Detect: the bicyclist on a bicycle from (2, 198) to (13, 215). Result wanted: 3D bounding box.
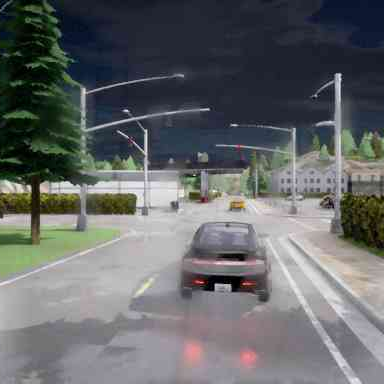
[{"bbox_3d":[-17.982,1.453,32.449,0.582,1.620,1.656,0,0,7],"label":"bicyclist on a bicycle"}]

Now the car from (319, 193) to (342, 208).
[{"bbox_3d":[18.646,1.330,41.677,5.027,1.636,2.152,0,0,8],"label":"car"}]

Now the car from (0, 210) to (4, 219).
[{"bbox_3d":[-16.552,1.564,25.184,4.181,1.385,1.994,0,0,8],"label":"car"}]

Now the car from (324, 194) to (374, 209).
[{"bbox_3d":[18.265,1.340,38.563,4.514,1.523,2.007,0,0,8],"label":"car"}]

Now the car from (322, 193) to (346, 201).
[{"bbox_3d":[31.720,1.097,74.483,4.605,1.855,1.932,0,0,8],"label":"car"}]

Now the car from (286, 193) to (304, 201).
[{"bbox_3d":[23.316,1.361,75.614,3.806,1.475,1.970,0,0,8],"label":"car"}]

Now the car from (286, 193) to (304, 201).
[{"bbox_3d":[24.380,1.077,78.823,3.866,1.878,1.905,0,0,8],"label":"car"}]

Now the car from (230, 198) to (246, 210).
[{"bbox_3d":[5.835,1.477,42.522,1.882,1.535,5.008,0,0,8],"label":"car"}]

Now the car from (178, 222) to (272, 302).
[{"bbox_3d":[0.878,1.492,8.337,2.128,1.511,4.902,0,0,8],"label":"car"}]
